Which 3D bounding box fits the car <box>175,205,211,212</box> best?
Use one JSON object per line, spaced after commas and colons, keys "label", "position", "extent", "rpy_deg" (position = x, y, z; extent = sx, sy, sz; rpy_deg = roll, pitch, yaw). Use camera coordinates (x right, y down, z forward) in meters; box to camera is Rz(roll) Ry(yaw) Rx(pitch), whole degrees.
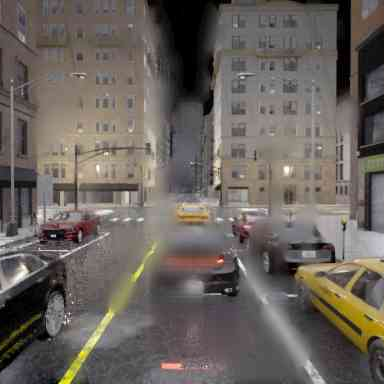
{"label": "car", "position": [0.050, 1.471, 19.021], "extent": [1.882, 1.535, 5.008], "rpy_deg": [0, 0, 1]}

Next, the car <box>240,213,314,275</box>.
{"label": "car", "position": [2.875, 1.563, 10.247], "extent": [1.947, 1.339, 4.313], "rpy_deg": [-1, 0, 0]}

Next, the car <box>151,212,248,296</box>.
{"label": "car", "position": [0.073, 1.502, 8.594], "extent": [1.837, 1.490, 4.892], "rpy_deg": [0, 0, 0]}

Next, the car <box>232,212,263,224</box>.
{"label": "car", "position": [2.881, 1.577, 15.833], "extent": [1.802, 1.307, 4.206], "rpy_deg": [-1, 0, 0]}

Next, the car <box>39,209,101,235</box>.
{"label": "car", "position": [-5.665, 1.540, 15.837], "extent": [1.887, 1.381, 4.507], "rpy_deg": [-1, 0, 0]}

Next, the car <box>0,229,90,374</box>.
{"label": "car", "position": [-2.997, 1.490, 3.722], "extent": [2.128, 1.511, 4.902], "rpy_deg": [0, 0, 0]}

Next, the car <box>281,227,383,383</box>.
{"label": "car", "position": [2.870, 1.524, 4.831], "extent": [1.752, 1.417, 4.829], "rpy_deg": [-1, 0, 0]}
